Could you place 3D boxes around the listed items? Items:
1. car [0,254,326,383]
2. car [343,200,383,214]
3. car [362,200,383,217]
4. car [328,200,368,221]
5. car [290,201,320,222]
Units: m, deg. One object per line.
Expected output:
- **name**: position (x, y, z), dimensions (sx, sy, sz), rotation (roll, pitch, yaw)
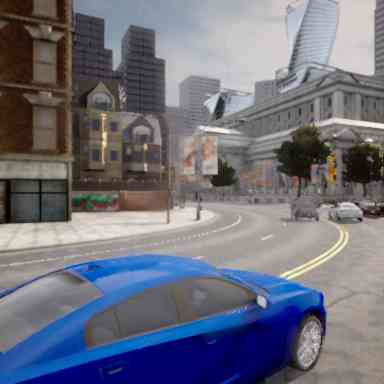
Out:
- **car**: position (-0.345, 1.497, 3.881), dimensions (5.008, 1.535, 1.882), rotation (0, 0, -39)
- **car**: position (20.053, 1.668, 39.260), dimensions (2.002, 1.452, 4.674), rotation (0, 0, -4)
- **car**: position (16.862, 1.650, 32.968), dimensions (1.812, 1.442, 4.674), rotation (0, 0, 4)
- **car**: position (12.840, 1.633, 27.994), dimensions (1.812, 1.442, 4.674), rotation (0, 0, 10)
- **car**: position (9.427, 1.531, 28.029), dimensions (1.837, 1.490, 4.892), rotation (0, 0, 10)
